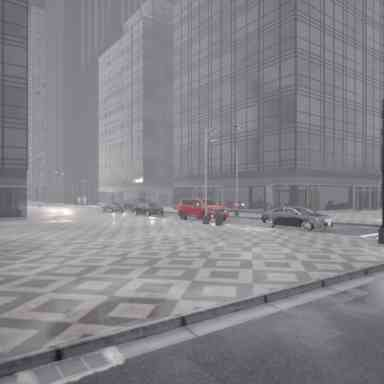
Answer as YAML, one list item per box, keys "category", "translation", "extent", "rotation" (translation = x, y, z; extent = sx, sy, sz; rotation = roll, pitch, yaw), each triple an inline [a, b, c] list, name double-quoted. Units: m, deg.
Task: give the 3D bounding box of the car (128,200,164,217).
- category: "car"
  translation: [-5.098, 1.987, 38.304]
  extent: [1.882, 1.535, 5.008]
  rotation: [0, -1, -36]

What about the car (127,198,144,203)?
- category: "car"
  translation: [-8.687, 1.896, 48.688]
  extent: [2.150, 2.045, 5.566]
  rotation: [0, -1, -36]

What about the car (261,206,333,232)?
- category: "car"
  translation: [6.783, 1.690, 21.919]
  extent: [2.128, 1.511, 4.902]
  rotation: [0, -1, -36]

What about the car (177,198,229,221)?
- category: "car"
  translation: [0.874, 1.574, 30.053]
  extent: [2.150, 2.045, 5.566]
  rotation: [0, -1, -37]

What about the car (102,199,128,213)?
- category: "car"
  translation: [-11.183, 2.177, 46.771]
  extent: [1.837, 1.490, 4.892]
  rotation: [0, -1, -35]
